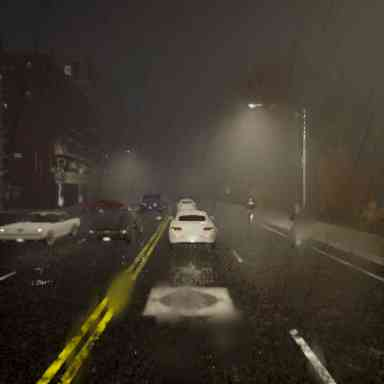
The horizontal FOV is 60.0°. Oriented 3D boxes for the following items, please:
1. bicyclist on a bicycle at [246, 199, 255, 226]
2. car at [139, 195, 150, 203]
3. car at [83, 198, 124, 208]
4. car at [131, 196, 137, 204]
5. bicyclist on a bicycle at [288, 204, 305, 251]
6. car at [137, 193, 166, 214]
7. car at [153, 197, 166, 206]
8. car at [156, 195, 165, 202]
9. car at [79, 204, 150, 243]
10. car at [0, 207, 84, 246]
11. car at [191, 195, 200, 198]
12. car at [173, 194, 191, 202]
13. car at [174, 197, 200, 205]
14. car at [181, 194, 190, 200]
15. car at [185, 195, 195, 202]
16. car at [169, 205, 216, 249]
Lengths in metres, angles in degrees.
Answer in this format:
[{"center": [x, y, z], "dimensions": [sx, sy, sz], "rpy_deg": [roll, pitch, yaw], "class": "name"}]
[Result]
[{"center": [3.854, 1.329, 22.088], "dimensions": [0.659, 1.776, 1.843], "rpy_deg": [0, 0, -2], "class": "bicyclist on a bicycle"}, {"center": [-9.606, 1.403, 67.858], "dimensions": [1.994, 1.385, 4.181], "rpy_deg": [0, 0, -5], "class": "car"}, {"center": [-8.696, 1.387, 32.959], "dimensions": [1.882, 1.535, 5.008], "rpy_deg": [3, 0, 23], "class": "car"}, {"center": [-8.318, 1.369, 51.404], "dimensions": [1.882, 1.535, 5.008], "rpy_deg": [0, 0, -4], "class": "car"}, {"center": [4.048, 1.347, 13.012], "dimensions": [0.659, 1.776, 1.843], "rpy_deg": [0, 0, -1], "class": "bicyclist on a bicycle"}, {"center": [-4.105, 1.153, 34.587], "dimensions": [2.150, 2.045, 5.566], "rpy_deg": [0, 0, -3], "class": "car"}, {"center": [-5.176, 1.452, 53.093], "dimensions": [1.994, 1.385, 4.181], "rpy_deg": [0, 0, -4], "class": "car"}, {"center": [-6.457, 1.346, 69.095], "dimensions": [1.837, 1.490, 4.892], "rpy_deg": [0, 0, -5], "class": "car"}, {"center": [-3.492, 1.515, 16.105], "dimensions": [2.033, 1.411, 5.357], "rpy_deg": [0, 0, -1], "class": "car"}, {"center": [-6.729, 1.569, 15.165], "dimensions": [1.895, 1.301, 4.718], "rpy_deg": [0, 0, -1], "class": "car"}, {"center": [0.462, 1.360, 64.909], "dimensions": [1.837, 1.490, 4.892], "rpy_deg": [0, 0, -5], "class": "car"}, {"center": [-1.545, 1.372, 50.057], "dimensions": [1.882, 1.535, 5.008], "rpy_deg": [0, 0, -4], "class": "car"}, {"center": [-0.553, 1.462, 32.221], "dimensions": [1.812, 1.442, 4.674], "rpy_deg": [0, 0, -2], "class": "car"}, {"center": [-1.636, 1.299, 84.997], "dimensions": [1.837, 1.490, 4.892], "rpy_deg": [0, 0, -7], "class": "car"}, {"center": [-0.529, 1.422, 75.099], "dimensions": [1.895, 1.301, 4.718], "rpy_deg": [0, 0, -6], "class": "car"}, {"center": [-0.018, 1.498, 14.367], "dimensions": [1.812, 1.442, 4.674], "rpy_deg": [0, 0, -1], "class": "car"}]
